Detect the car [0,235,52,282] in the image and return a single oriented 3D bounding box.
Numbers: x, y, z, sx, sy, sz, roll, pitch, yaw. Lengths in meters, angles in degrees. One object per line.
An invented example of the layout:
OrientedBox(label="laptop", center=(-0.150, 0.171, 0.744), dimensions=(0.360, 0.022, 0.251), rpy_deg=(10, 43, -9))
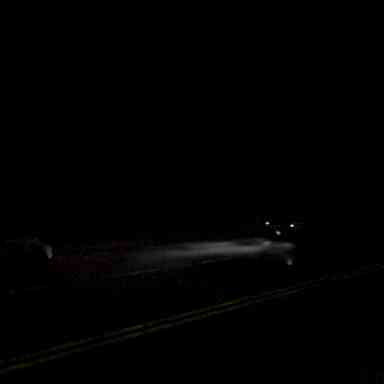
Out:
OrientedBox(label="car", center=(-6.132, 1.600, 8.196), dimensions=(4.718, 1.301, 1.895), rpy_deg=(0, 0, -35))

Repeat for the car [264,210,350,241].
OrientedBox(label="car", center=(5.809, 1.588, 16.690), dimensions=(4.718, 1.301, 1.895), rpy_deg=(0, 0, -35))
